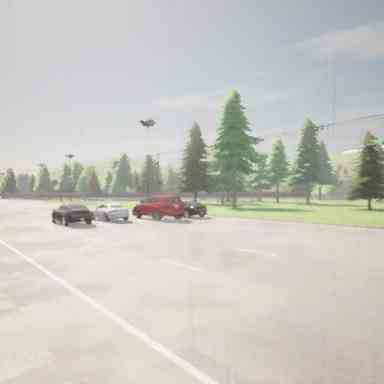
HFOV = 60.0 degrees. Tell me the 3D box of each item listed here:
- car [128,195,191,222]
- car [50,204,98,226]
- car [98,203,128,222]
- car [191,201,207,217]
[{"bbox_3d":[-2.875,1.306,28.016,2.150,2.045,5.566,0,0,-38],"label":"car"},{"bbox_3d":[-8.882,1.617,24.338,1.837,1.490,4.892,0,0,-38],"label":"car"},{"bbox_3d":[-6.787,1.632,27.324,1.812,1.442,4.674,0,0,-38],"label":"car"},{"bbox_3d":[-0.605,1.582,30.799,1.837,1.490,4.892,0,0,-38],"label":"car"}]
